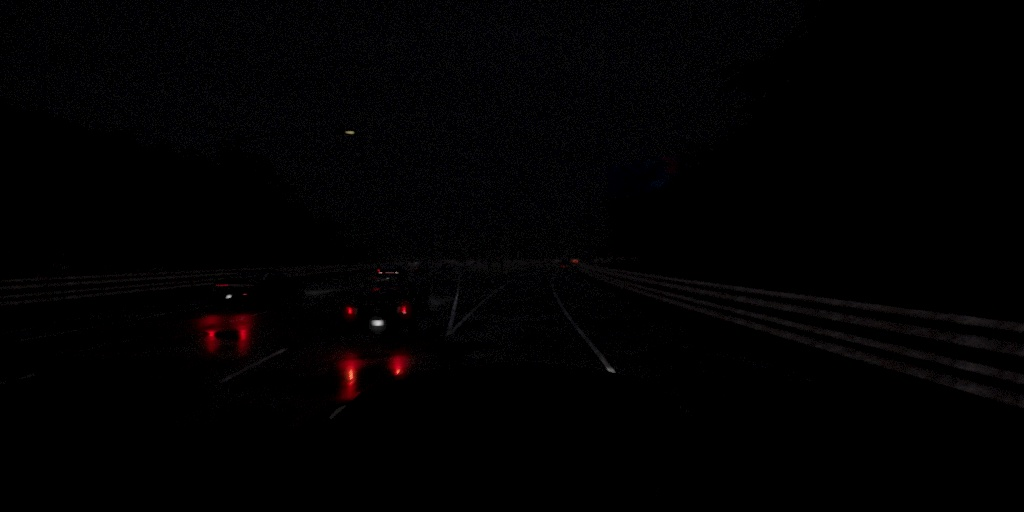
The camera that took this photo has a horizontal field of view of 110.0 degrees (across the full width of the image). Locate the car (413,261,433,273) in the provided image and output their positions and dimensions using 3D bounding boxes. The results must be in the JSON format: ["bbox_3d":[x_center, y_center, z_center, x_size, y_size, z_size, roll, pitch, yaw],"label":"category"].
[{"bbox_3d":[-13.104,1.764,52.491,2.033,1.411,5.357,0,-1,-10],"label":"car"}]

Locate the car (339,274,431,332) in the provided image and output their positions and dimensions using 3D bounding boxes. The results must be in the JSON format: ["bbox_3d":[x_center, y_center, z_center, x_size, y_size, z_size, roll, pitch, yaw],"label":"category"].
[{"bbox_3d":[-3.659,1.417,11.244,1.895,1.301,4.718,0,0,-7],"label":"car"}]

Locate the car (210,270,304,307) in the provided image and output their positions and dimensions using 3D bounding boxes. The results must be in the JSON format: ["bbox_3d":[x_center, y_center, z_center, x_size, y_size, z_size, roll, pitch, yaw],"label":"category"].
[{"bbox_3d":[-11.272,1.380,16.280,2.128,1.511,4.902,0,0,-7],"label":"car"}]

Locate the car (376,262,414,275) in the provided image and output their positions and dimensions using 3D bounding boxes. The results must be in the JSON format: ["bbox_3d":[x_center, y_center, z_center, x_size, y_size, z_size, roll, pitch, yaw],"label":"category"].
[{"bbox_3d":[-9.391,1.460,28.519,2.128,1.511,4.902,0,0,-8],"label":"car"}]
